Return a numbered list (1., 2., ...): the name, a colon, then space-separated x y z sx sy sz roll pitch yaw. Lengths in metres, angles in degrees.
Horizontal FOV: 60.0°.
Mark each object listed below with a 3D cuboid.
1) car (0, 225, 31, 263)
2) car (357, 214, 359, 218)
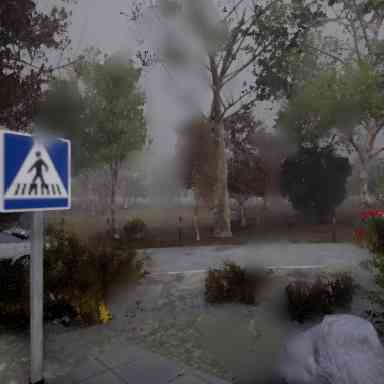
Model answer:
1. car: -5.582 1.555 8.415 4.181 1.385 1.994 -1 1 -22
2. car: 7.292 0.709 8.740 5.566 2.045 2.150 -4 -1 23
